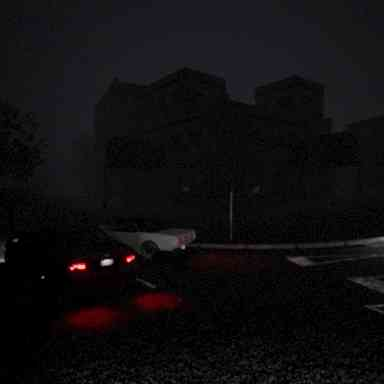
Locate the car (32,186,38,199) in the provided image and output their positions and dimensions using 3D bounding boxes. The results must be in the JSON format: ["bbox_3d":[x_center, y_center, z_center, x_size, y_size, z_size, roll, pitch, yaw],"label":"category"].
[{"bbox_3d":[-28.262,0.455,53.588,5.566,2.045,2.435,0,1,-25],"label":"car"}]

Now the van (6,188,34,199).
[{"bbox_3d":[-31.458,0.272,60.978,4.442,1.987,1.878,0,2,-23],"label":"van"}]

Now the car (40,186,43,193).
[{"bbox_3d":[-38.512,-0.044,78.872,4.792,1.488,2.163,0,2,-18],"label":"car"}]

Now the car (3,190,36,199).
[{"bbox_3d":[-32.800,0.419,63.384,5.366,1.575,1.946,0,2,-22],"label":"car"}]

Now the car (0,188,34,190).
[{"bbox_3d":[-25.941,0.711,48.604,4.553,1.767,2.185,0,1,-25],"label":"car"}]

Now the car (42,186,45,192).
[{"bbox_3d":[-40.225,-0.480,84.052,5.566,2.045,2.435,0,1,-17],"label":"car"}]

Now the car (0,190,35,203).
[{"bbox_3d":[-24.817,0.900,46.093,4.892,1.521,2.231,0,1,-25],"label":"car"}]

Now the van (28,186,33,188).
[{"bbox_3d":[-27.234,0.546,51.040,4.442,1.987,1.878,0,1,-25],"label":"van"}]

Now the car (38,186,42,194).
[{"bbox_3d":[-36.615,0.103,73.617,4.892,1.521,2.231,0,2,-20],"label":"car"}]

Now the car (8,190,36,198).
[{"bbox_3d":[-33.660,0.385,65.982,4.674,1.452,2.002,0,2,-22],"label":"car"}]

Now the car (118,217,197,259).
[{"bbox_3d":[-2.338,1.588,12.191,4.718,1.301,1.895,0,0,21],"label":"car"}]

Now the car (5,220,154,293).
[{"bbox_3d":[-3.451,1.540,8.952,2.033,1.411,5.357,0,0,-41],"label":"car"}]
